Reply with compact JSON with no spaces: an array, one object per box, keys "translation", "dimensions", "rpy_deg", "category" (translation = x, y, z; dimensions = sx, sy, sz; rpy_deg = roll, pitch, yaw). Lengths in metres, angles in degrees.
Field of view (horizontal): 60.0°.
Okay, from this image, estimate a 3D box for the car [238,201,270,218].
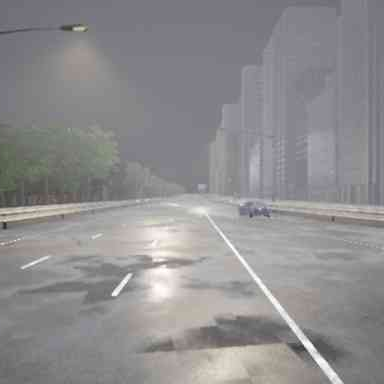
[{"translation":[6.285,1.718,34.323],"dimensions":[2.097,1.767,4.553],"rpy_deg":[0,0,-9],"category":"car"}]
